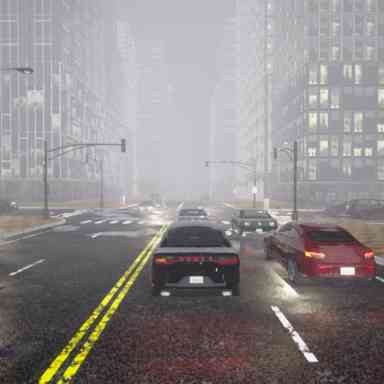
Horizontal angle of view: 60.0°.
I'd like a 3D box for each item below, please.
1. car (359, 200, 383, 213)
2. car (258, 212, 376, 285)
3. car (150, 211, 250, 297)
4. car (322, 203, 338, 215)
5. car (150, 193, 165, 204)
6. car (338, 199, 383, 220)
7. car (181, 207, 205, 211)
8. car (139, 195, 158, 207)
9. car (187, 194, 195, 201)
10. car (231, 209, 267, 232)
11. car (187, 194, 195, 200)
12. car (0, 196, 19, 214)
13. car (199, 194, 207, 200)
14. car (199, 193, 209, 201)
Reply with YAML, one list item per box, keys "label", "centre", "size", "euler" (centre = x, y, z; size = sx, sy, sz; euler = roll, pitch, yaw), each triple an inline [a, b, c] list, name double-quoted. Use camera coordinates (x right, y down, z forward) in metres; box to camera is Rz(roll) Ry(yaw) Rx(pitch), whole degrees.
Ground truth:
- label: "car"
  centre: [21.684, 1.643, 37.563]
  size: [4.829, 1.417, 1.752]
  euler: [1, 0, 1]
- label: "car"
  centre: [3.319, 1.521, 9.396]
  size: [1.812, 1.442, 4.674]
  euler: [0, 0, 0]
- label: "car"
  centre: [0.067, 1.474, 8.630]
  size: [1.882, 1.535, 5.008]
  euler: [0, 0, 0]
- label: "car"
  centre: [16.181, 1.637, 35.047]
  size: [4.674, 1.442, 1.812]
  euler: [1, 1, 1]
- label: "car"
  centre: [-6.773, 1.176, 60.556]
  size: [2.150, 2.045, 5.566]
  euler: [0, 0, 0]
- label: "car"
  centre: [16.103, 1.519, 29.258]
  size: [5.009, 1.841, 2.192]
  euler: [1, 0, 1]
- label: "car"
  centre: [0.036, 1.538, 18.451]
  size: [2.033, 1.411, 5.357]
  euler: [0, 0, 0]
- label: "car"
  centre: [-6.761, 1.528, 50.724]
  size: [1.994, 1.385, 4.181]
  euler: [0, 0, 0]
- label: "car"
  centre: [-0.267, 1.396, 79.994]
  size: [1.882, 1.535, 5.008]
  euler: [0, 0, 0]
- label: "car"
  centre: [3.288, 1.591, 18.514]
  size: [1.895, 1.301, 4.718]
  euler: [0, 0, 0]
- label: "car"
  centre: [-0.302, 1.267, 90.411]
  size: [2.128, 1.511, 4.902]
  euler: [0, 0, 0]
- label: "car"
  centre: [-19.909, 1.063, 32.314]
  size: [5.566, 2.045, 2.150]
  euler: [0, 1, 1]
- label: "car"
  centre: [2.948, 1.267, 90.421]
  size: [2.128, 1.511, 4.902]
  euler: [0, 0, 0]
- label: "car"
  centre: [2.983, 1.143, 80.033]
  size: [2.150, 2.045, 5.566]
  euler: [0, 0, 0]
